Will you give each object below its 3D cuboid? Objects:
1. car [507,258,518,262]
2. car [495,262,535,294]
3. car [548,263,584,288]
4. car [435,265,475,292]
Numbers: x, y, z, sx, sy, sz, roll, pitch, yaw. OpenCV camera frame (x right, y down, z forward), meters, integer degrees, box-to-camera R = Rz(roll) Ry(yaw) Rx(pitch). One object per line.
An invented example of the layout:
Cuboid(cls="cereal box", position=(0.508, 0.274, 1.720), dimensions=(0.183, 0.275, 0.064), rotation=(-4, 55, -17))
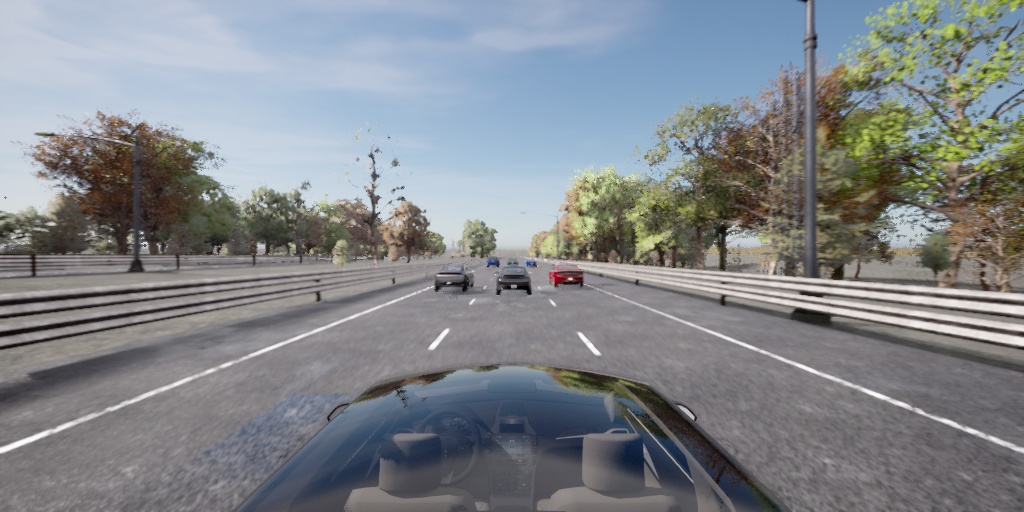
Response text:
Cuboid(cls="car", position=(0.091, 1.181, 63.064), dimensions=(2.097, 1.767, 4.553), rotation=(0, 0, 0))
Cuboid(cls="car", position=(0.094, 1.282, 20.535), dimensions=(1.837, 1.490, 4.892), rotation=(0, 0, 0))
Cuboid(cls="car", position=(3.596, 1.259, 24.506), dimensions=(1.882, 1.535, 5.008), rotation=(0, 0, 0))
Cuboid(cls="car", position=(-3.404, 1.270, 21.808), dimensions=(2.128, 1.511, 4.902), rotation=(0, 0, 0))
